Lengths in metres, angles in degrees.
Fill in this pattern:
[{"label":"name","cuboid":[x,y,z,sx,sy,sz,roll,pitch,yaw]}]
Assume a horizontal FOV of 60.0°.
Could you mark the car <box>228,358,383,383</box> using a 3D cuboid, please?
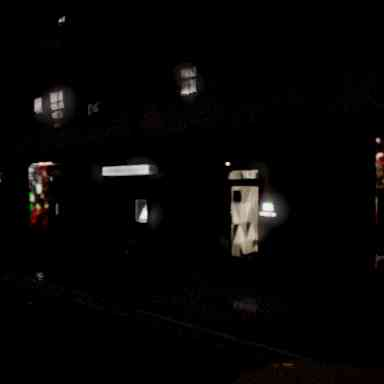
[{"label":"car","cuboid":[2.117,1.526,1.360,4.829,1.417,1.752,0,0,35]}]
